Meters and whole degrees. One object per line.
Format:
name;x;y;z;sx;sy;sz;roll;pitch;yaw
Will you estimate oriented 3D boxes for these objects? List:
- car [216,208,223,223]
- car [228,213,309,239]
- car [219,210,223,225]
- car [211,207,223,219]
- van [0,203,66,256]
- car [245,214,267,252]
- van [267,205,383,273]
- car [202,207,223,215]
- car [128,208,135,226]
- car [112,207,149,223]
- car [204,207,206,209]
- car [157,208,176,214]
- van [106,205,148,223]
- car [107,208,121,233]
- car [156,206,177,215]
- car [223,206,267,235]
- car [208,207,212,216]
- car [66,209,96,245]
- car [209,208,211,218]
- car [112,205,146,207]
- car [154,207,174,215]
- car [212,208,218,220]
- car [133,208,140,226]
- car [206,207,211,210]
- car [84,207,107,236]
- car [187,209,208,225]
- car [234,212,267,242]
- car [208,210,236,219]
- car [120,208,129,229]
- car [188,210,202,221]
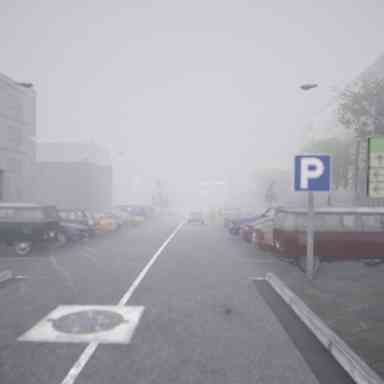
car;5.118;2.527;29.963;5.366;1.575;1.946;1;-3;1
car;4.824;2.165;21.592;4.792;1.488;2.163;1;-3;1
car;4.935;2.427;27.172;4.792;1.488;2.163;1;-3;1
car;5.006;2.926;41.134;4.553;1.767;2.185;1;-3;1
van;-7.670;1.400;13.111;4.442;1.987;1.878;1;-2;1
car;4.804;1.799;13.240;4.792;1.488;2.163;1;-2;1
van;4.868;1.457;10.463;4.442;1.987;1.878;1;-2;1
car;5.456;5.024;88.576;5.566;2.045;2.435;1;-3;1
car;-7.421;2.298;27.149;4.674;1.452;2.002;1;-3;1
car;-7.187;2.518;32.726;5.366;1.575;1.946;1;-3;1
car;5.329;4.109;69.044;5.566;2.045;2.435;1;-3;1
car;-6.862;5.248;90.311;4.792;1.488;2.163;1;-3;1
van;-7.435;2.548;38.190;4.442;1.987;1.878;1;-3;1
car;-7.662;1.992;21.578;5.366;1.575;1.946;1;-3;1
car;-6.968;4.417;78.585;5.566;2.045;2.435;1;-3;1
car;4.802;1.754;18.815;5.566;2.045;2.435;1;-3;1
car;5.095;3.314;46.708;4.892;1.521;2.231;1;-3;1
car;-7.535;1.734;15.875;5.008;1.535;2.097;1;-2;1
car;5.057;3.183;43.917;4.892;1.521;2.231;1;-3;1
car;-7.373;2.393;35.402;5.566;2.045;2.435;1;-3;1
car;-6.883;4.675;81.388;4.553;1.767;2.185;1;-3;1
car;5.170;2.789;35.544;5.366;1.575;1.946;1;-3;1
car;-7.397;2.423;29.813;4.674;1.452;2.002;1;-3;1
car;5.137;3.580;52.413;5.008;1.535;2.097;1;-3;1
car;-7.471;1.735;18.667;4.553;1.767;2.185;1;-3;1
car;0.452;2.886;37.244;2.033;1.411;5.357;1;-3;1
car;4.801;1.881;16.071;5.008;1.535;2.097;1;-3;0
car;5.191;3.876;57.867;4.674;1.452;2.002;1;-3;1
car;-7.422;2.157;24.363;4.792;1.488;2.163;1;-3;1
car;0.471;3.389;48.870;1.837;1.490;4.892;1;-2;1
